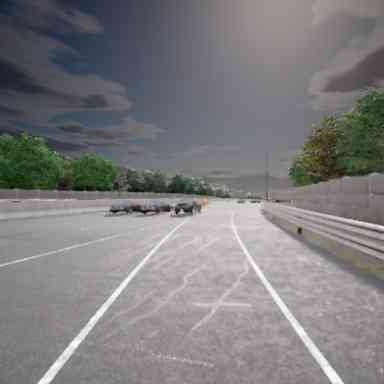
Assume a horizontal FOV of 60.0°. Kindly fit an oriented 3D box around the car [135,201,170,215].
[{"bbox_3d":[-3.709,1.622,35.372,2.033,1.411,5.357,-1,-1,16],"label":"car"}]

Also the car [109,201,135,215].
[{"bbox_3d":[-7.052,1.668,36.360,2.033,1.411,5.357,-1,0,16],"label":"car"}]

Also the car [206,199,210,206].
[{"bbox_3d":[2.351,2.114,68.173,1.882,1.535,5.008,0,-1,16],"label":"car"}]

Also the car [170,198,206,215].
[{"bbox_3d":[-0.332,1.552,34.377,1.837,1.490,4.892,0,-1,16],"label":"car"}]
